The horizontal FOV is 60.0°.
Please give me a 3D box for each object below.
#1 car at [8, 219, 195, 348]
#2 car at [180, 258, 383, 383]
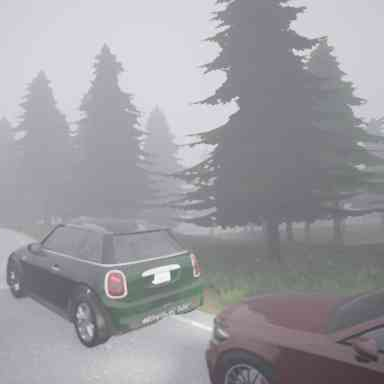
[{"bbox_3d":[-1.960,1.323,6.622,4.553,1.767,2.097,0,1,45],"label":"car"},{"bbox_3d":[2.305,1.530,2.924,4.674,1.442,1.812,0,0,37],"label":"car"}]
